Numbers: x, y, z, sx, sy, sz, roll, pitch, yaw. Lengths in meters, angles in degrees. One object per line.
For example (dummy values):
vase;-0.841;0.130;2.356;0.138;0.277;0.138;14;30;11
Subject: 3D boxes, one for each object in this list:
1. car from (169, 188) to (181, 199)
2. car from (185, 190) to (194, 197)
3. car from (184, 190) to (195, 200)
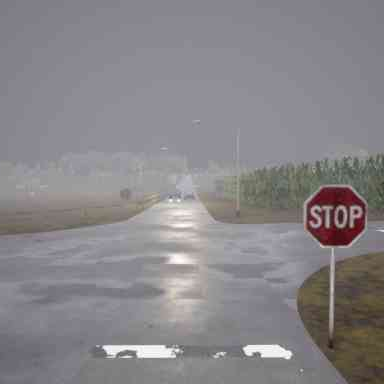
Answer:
car;-3.266;0.242;65.264;2.150;2.045;5.566;0;2;0
car;-0.560;0.238;71.174;1.895;1.301;4.718;0;2;0
car;-0.484;0.677;61.154;1.812;1.442;4.674;0;2;0
